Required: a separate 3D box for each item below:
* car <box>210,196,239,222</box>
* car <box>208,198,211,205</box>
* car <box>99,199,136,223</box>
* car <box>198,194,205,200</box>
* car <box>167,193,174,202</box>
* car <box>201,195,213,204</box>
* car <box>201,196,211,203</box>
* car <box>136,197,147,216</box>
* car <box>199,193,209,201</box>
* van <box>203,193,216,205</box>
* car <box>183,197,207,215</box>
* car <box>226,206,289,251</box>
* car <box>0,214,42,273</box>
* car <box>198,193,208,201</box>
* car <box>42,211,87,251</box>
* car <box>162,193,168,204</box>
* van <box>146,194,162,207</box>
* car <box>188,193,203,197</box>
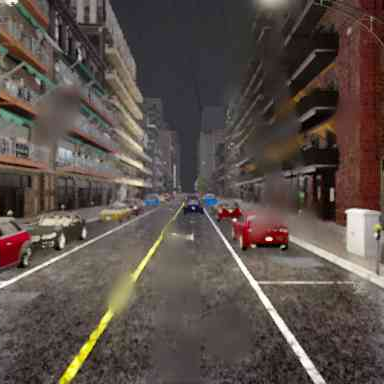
[{"bbox_3d":[2.696,1.374,25.181,1.967,1.590,4.097,0,0,0],"label":"car"},{"bbox_3d":[2.695,1.502,30.846,1.802,1.307,4.206,0,0,0],"label":"car"},{"bbox_3d":[-5.685,1.460,25.012,1.752,1.417,4.829,0,0,0],"label":"car"},{"bbox_3d":[2.697,1.282,93.158,1.967,1.590,4.097,0,0,0],"label":"car"},{"bbox_3d":[-5.683,1.175,70.501,2.192,1.841,5.009,0,0,0],"label":"car"},{"bbox_3d":[2.696,1.312,59.169,1.967,1.590,4.097,0,0,0],"label":"car"},{"bbox_3d":[2.696,1.432,64.835,1.947,1.339,4.313,0,0,0],"label":"car"},{"bbox_3d":[-5.684,1.361,30.848,1.967,1.590,4.097,0,0,0],"label":"car"},{"bbox_3d":[2.697,1.169,76.164,2.192,1.841,5.009,0,0,0],"label":"car"},{"bbox_3d":[2.696,1.228,47.840,1.690,1.788,3.998,0,0,0],"label":"van"},{"bbox_3d":[0.110,1.479,33.367,1.994,1.385,4.181,0,0,-1],"label":"car"},{"bbox_3d":[2.695,1.505,13.852,1.887,1.381,4.507,0,0,0],"label":"car"},{"bbox_3d":[-5.685,1.416,8.187,1.967,1.590,4.097,0,0,0],"label":"car"},{"bbox_3d":[2.697,1.163,81.830,2.192,1.841,5.009,0,0,0],"label":"car"},{"bbox_3d":[-5.686,1.512,13.853,2.008,1.369,4.403,0,0,0],"label":"car"},{"bbox_3d":[-5.685,1.398,59.000,1.752,1.417,4.829,0,0,0],"label":"car"},{"bbox_3d":[-5.684,1.228,47.841,1.690,1.788,3.998,0,0,0],"label":"van"},{"bbox_3d":[0.102,1.242,45.921,2.097,1.767,4.553,0,0,0],"label":"car"}]
